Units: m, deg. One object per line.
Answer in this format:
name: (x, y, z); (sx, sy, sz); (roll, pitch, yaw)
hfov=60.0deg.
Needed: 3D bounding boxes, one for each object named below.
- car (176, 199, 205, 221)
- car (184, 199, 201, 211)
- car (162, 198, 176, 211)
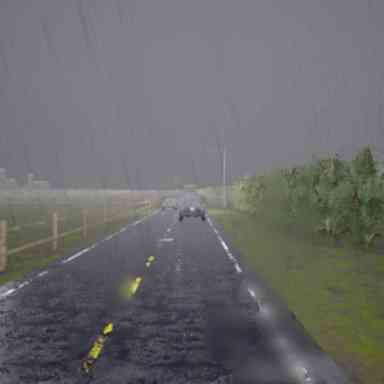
car: (0.029, 1.384, 27.969); (2.097, 1.767, 4.553); (0, 0, 0)
car: (0.069, 1.609, 43.356); (1.994, 1.385, 4.181); (0, 0, 0)
car: (-2.758, 1.551, 42.175); (1.837, 1.490, 4.892); (0, -1, 0)
